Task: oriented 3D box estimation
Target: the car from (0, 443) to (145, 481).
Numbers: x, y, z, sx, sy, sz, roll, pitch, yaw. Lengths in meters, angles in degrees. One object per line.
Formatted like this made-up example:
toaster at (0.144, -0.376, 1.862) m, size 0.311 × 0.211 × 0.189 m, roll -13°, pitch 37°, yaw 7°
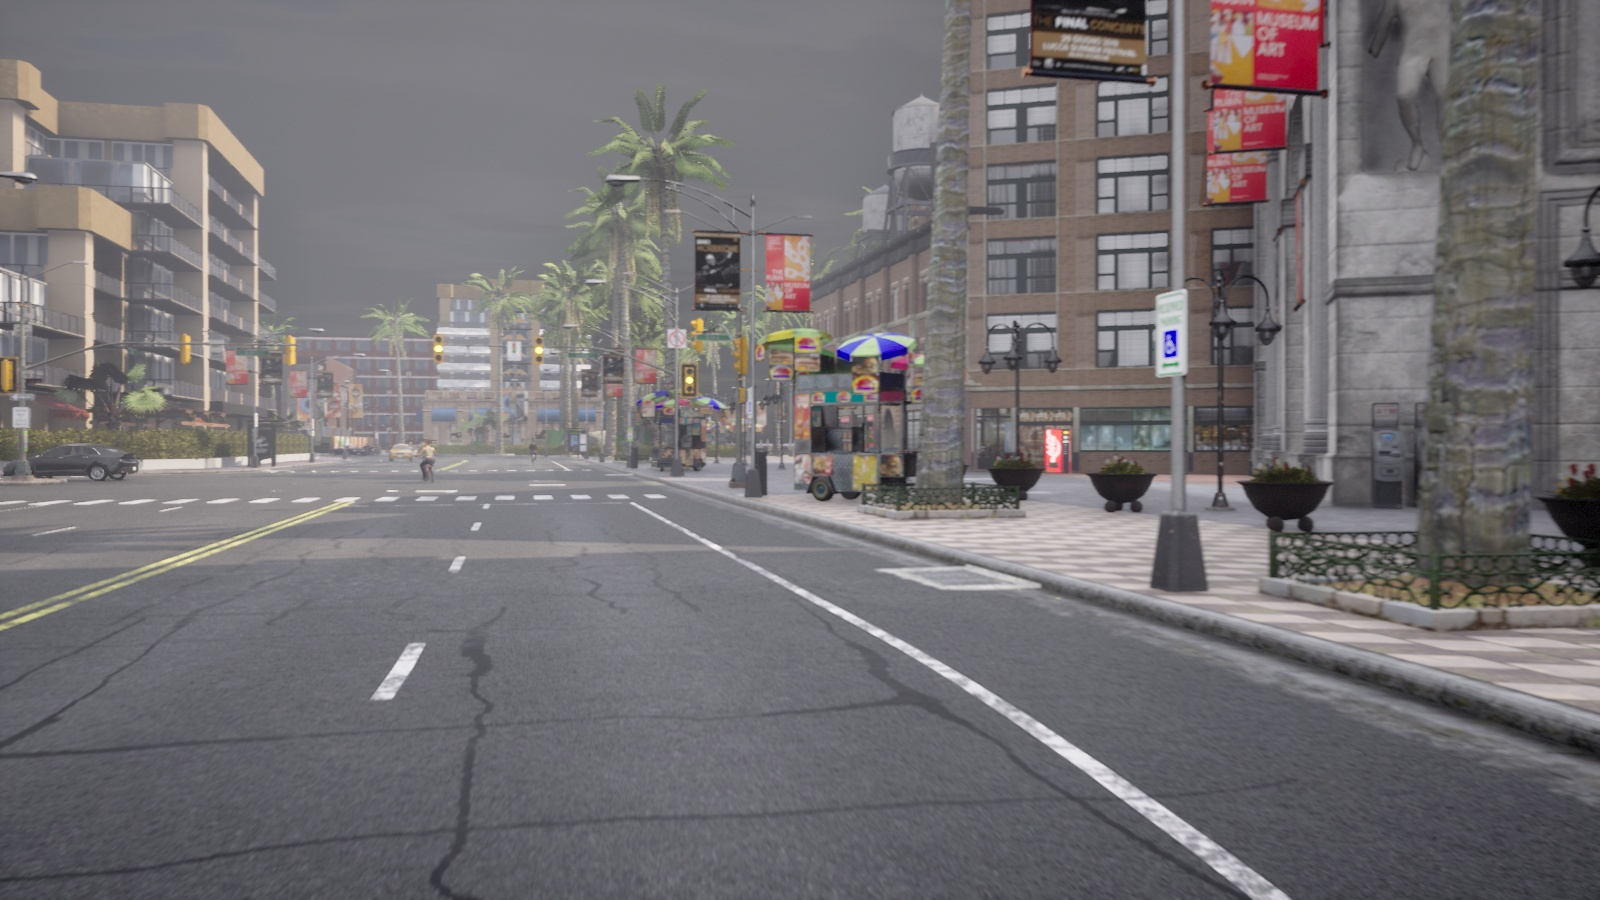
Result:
car at (-29.426, 0.469, 50.736) m, size 4.892 × 1.490 × 1.837 m, roll 0°, pitch 0°, yaw -5°

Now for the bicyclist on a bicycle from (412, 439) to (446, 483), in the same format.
bicyclist on a bicycle at (-14.084, 0.416, 47.654) m, size 0.866 × 1.612 × 1.509 m, roll -2°, pitch 1°, yaw -31°
